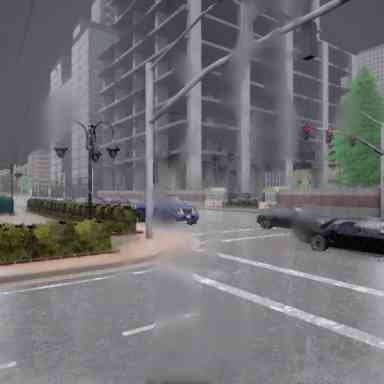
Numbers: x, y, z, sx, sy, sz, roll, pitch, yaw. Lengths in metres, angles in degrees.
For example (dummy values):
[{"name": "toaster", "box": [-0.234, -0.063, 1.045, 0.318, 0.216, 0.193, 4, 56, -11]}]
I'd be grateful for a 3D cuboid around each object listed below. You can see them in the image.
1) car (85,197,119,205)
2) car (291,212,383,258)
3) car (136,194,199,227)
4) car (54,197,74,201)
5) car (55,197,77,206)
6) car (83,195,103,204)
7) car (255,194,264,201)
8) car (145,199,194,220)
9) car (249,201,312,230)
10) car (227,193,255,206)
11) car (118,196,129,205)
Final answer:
[{"name": "car", "box": [-9.582, 1.489, 33.313, 2.033, 1.411, 5.357, 0, 0, -36]}, {"name": "car", "box": [6.137, 1.579, 11.680, 1.895, 1.301, 4.718, 0, 0, -36]}, {"name": "car", "box": [-1.829, 1.164, 22.641, 2.150, 2.045, 5.566, 0, 0, -36]}, {"name": "car", "box": [-17.375, 1.468, 44.081, 1.812, 1.442, 4.674, 0, 0, -36]}, {"name": "car", "box": [-20.746, 1.541, 54.807, 2.033, 1.411, 5.357, 0, 0, -36]}, {"name": "car", "box": [-19.444, 1.431, 65.103, 2.128, 1.511, 4.902, 0, 0, -36]}, {"name": "car", "box": [9.484, 1.105, 52.365, 1.905, 1.878, 3.866, 0, 0, -36]}, {"name": "car", "box": [-2.074, 1.419, 28.931, 1.882, 1.535, 5.008, 0, 0, -36]}, {"name": "car", "box": [5.769, 1.488, 18.747, 1.812, 1.442, 4.674, 0, 1, -42]}, {"name": "car", "box": [7.095, 1.106, 50.650, 1.905, 1.878, 3.866, 0, 0, -36]}, {"name": "car", "box": [-12.054, 1.431, 54.924, 2.128, 1.511, 4.902, 0, 0, -36]}]
